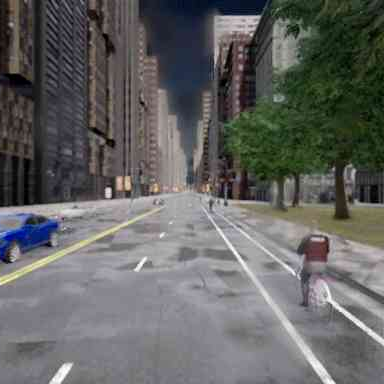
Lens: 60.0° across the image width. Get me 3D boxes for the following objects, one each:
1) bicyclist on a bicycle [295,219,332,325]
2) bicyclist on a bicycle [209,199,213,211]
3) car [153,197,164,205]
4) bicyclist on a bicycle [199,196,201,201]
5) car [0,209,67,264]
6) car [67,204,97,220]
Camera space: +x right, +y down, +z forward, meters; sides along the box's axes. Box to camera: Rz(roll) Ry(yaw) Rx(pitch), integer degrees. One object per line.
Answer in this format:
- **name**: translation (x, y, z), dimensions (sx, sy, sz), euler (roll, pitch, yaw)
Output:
- **bicyclist on a bicycle**: translation (2.243, 1.394, 6.309), dimensions (0.659, 1.776, 1.843), euler (0, 0, 0)
- **bicyclist on a bicycle**: translation (2.318, 1.617, 40.560), dimensions (0.582, 1.620, 1.656), euler (0, -1, 0)
- **car**: translation (-6.436, 1.796, 64.126), dimensions (2.128, 1.511, 4.902), euler (0, 0, 0)
- **bicyclist on a bicycle**: translation (2.376, 1.927, 94.630), dimensions (0.582, 1.620, 1.656), euler (0, -1, 0)
- **car**: translation (-6.588, 1.522, 12.223), dimensions (1.882, 1.535, 5.008), euler (0, 0, 0)
- **car**: translation (-9.820, 1.710, 28.996), dimensions (1.895, 1.301, 4.718), euler (0, 0, 0)
